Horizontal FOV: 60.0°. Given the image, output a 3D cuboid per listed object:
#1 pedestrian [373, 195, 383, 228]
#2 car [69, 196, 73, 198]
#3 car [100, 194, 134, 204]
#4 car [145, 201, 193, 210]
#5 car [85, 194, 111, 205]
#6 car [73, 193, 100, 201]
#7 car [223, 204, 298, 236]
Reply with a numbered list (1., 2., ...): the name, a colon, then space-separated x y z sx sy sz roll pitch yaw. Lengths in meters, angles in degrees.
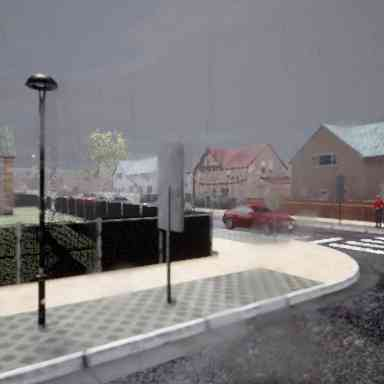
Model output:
1. pedestrian: 10.322 1.051 18.437 0.375 1.860 0.375 1 0 -34
2. car: -19.720 1.000 57.364 1.895 1.301 4.718 0 1 -34
3. car: -7.509 1.186 34.216 1.837 1.490 4.892 0 1 -34
4. car: -1.923 1.332 26.005 2.033 1.411 5.357 0 1 -34
5. car: -13.812 1.060 48.693 2.033 1.411 5.357 0 1 -35
6. car: -13.262 0.925 42.729 2.097 1.767 4.553 0 1 -34
7. car: 3.504 1.410 17.924 1.812 1.442 4.674 0 1 -32
